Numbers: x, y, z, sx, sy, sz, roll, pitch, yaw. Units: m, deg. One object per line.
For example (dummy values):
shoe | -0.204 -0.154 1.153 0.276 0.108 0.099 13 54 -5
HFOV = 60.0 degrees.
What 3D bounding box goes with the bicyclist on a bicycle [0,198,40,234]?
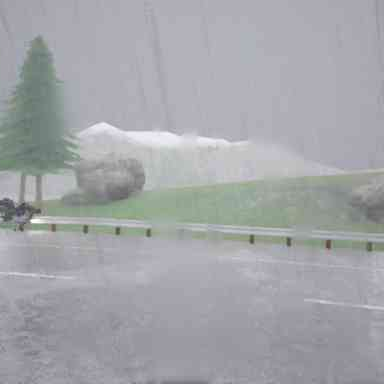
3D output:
bicyclist on a bicycle | -7.395 1.002 14.399 0.582 1.656 1.620 4 27 39
